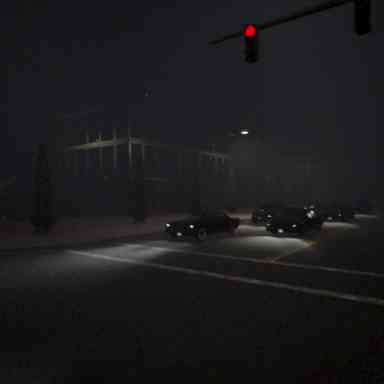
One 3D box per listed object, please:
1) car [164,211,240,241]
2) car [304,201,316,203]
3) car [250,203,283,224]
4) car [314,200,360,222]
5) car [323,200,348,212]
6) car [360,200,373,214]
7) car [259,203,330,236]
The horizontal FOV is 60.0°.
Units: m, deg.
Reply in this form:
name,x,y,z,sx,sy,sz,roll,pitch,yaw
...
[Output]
name,x,y,z,sx,sy,sz,roll,pitch,yaw
car,0.656,1.702,17.705,1.895,1.301,4.718,-1,0,36
car,11.906,1.648,33.152,2.033,1.411,5.357,-1,0,36
car,6.138,1.606,25.233,1.837,1.490,4.892,-1,0,36
car,12.033,1.612,27.380,2.033,1.411,5.357,-1,0,36
car,17.818,1.663,41.204,1.994,1.385,4.181,-1,0,37
car,18.237,1.611,35.879,2.033,1.411,5.357,-1,0,36
car,6.101,1.612,19.240,2.033,1.411,5.357,-1,0,36
